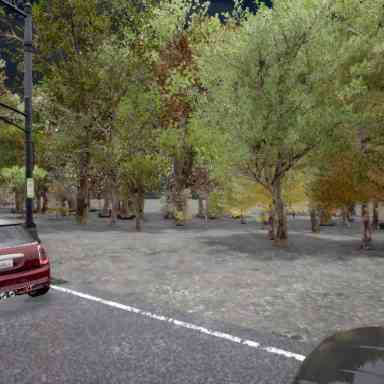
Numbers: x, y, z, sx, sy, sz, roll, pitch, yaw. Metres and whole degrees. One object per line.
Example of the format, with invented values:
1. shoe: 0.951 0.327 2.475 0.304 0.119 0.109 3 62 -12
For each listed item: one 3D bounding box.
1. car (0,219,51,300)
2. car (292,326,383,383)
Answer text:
1. car: -5.195 1.350 7.379 4.553 1.767 2.097 0 1 35
2. car: 2.944 1.497 1.588 4.892 1.490 1.837 0 1 36
